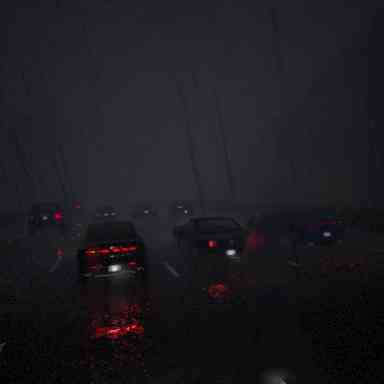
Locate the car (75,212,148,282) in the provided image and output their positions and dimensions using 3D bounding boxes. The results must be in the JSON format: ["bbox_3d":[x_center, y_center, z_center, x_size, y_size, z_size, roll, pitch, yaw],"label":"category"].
[{"bbox_3d":[-2.533,1.641,10.468,1.837,1.490,4.892,-3,0,-15],"label":"car"}]

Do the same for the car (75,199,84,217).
[{"bbox_3d":[-13.777,1.859,38.395,2.150,2.045,5.566,-3,0,-15],"label":"car"}]

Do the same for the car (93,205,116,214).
[{"bbox_3d":[-7.590,1.898,29.142,2.033,1.411,5.357,-3,0,-15],"label":"car"}]

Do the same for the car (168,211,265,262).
[{"bbox_3d":[0.602,1.580,12.285,1.895,1.301,4.718,-3,0,-15],"label":"car"}]

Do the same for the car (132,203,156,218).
[{"bbox_3d":[-4.598,1.764,31.469,1.994,1.385,4.181,-3,0,-15],"label":"car"}]

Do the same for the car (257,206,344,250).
[{"bbox_3d":[3.880,1.294,13.530,1.882,1.535,5.008,-3,0,-15],"label":"car"}]

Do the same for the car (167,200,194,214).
[{"bbox_3d":[-1.183,1.536,32.224,1.837,1.490,4.892,-3,0,-15],"label":"car"}]

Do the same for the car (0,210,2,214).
[{"bbox_3d":[-25.903,2.715,42.598,2.128,1.511,4.902,-3,0,-15],"label":"car"}]

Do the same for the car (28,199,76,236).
[{"bbox_3d":[-9.492,1.679,22.536,2.150,2.045,5.566,-3,0,-15],"label":"car"}]
